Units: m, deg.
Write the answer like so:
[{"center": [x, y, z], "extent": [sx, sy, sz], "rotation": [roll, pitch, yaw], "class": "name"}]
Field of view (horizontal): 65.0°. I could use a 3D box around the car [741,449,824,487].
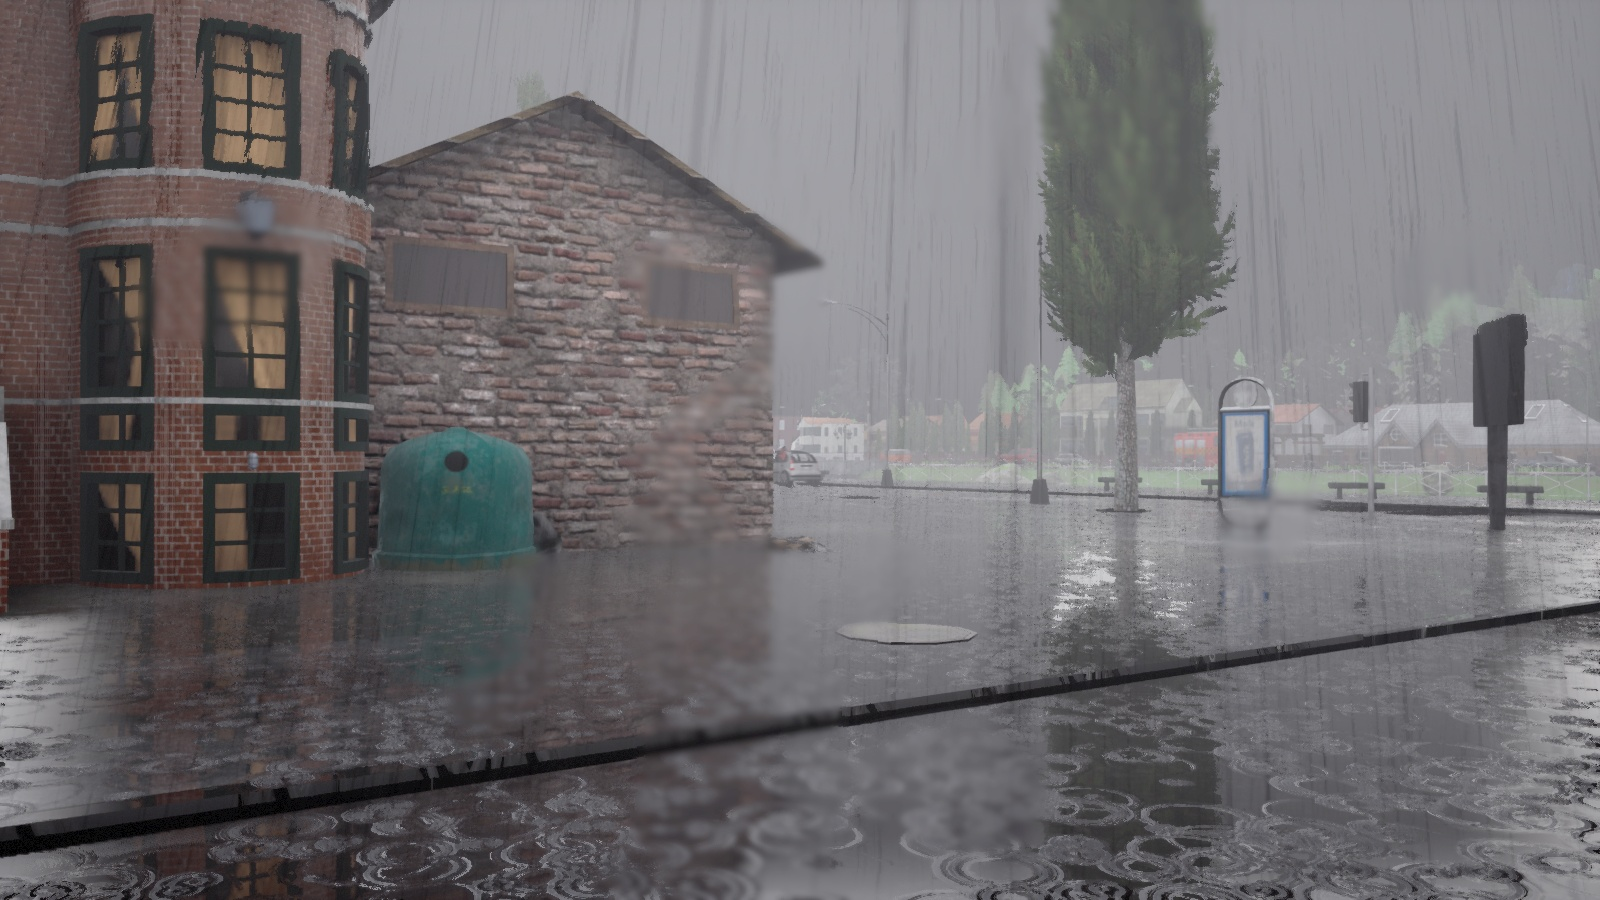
[{"center": [-0.828, 0.783, 56.678], "extent": [1.851, 1.617, 3.988], "rotation": [0, 0, -35], "class": "car"}]
